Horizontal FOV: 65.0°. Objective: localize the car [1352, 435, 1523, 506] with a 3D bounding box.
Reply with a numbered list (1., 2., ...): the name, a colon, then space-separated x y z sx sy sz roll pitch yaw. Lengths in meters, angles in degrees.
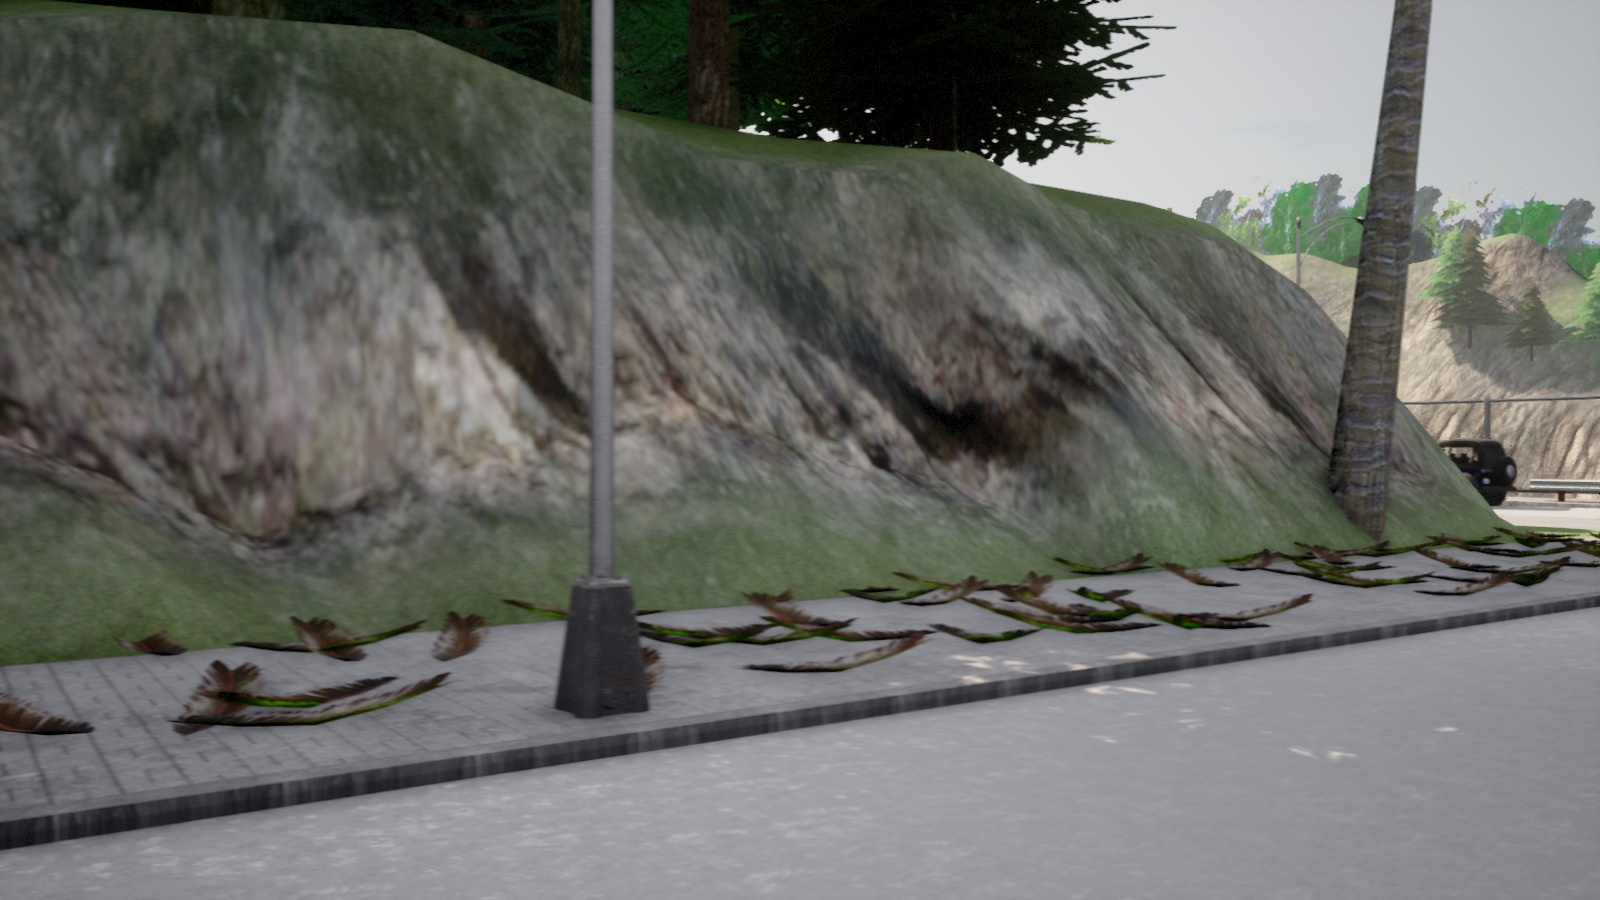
1. car: 17.977 0.546 35.532 1.905 1.878 3.866 0 0 -35
